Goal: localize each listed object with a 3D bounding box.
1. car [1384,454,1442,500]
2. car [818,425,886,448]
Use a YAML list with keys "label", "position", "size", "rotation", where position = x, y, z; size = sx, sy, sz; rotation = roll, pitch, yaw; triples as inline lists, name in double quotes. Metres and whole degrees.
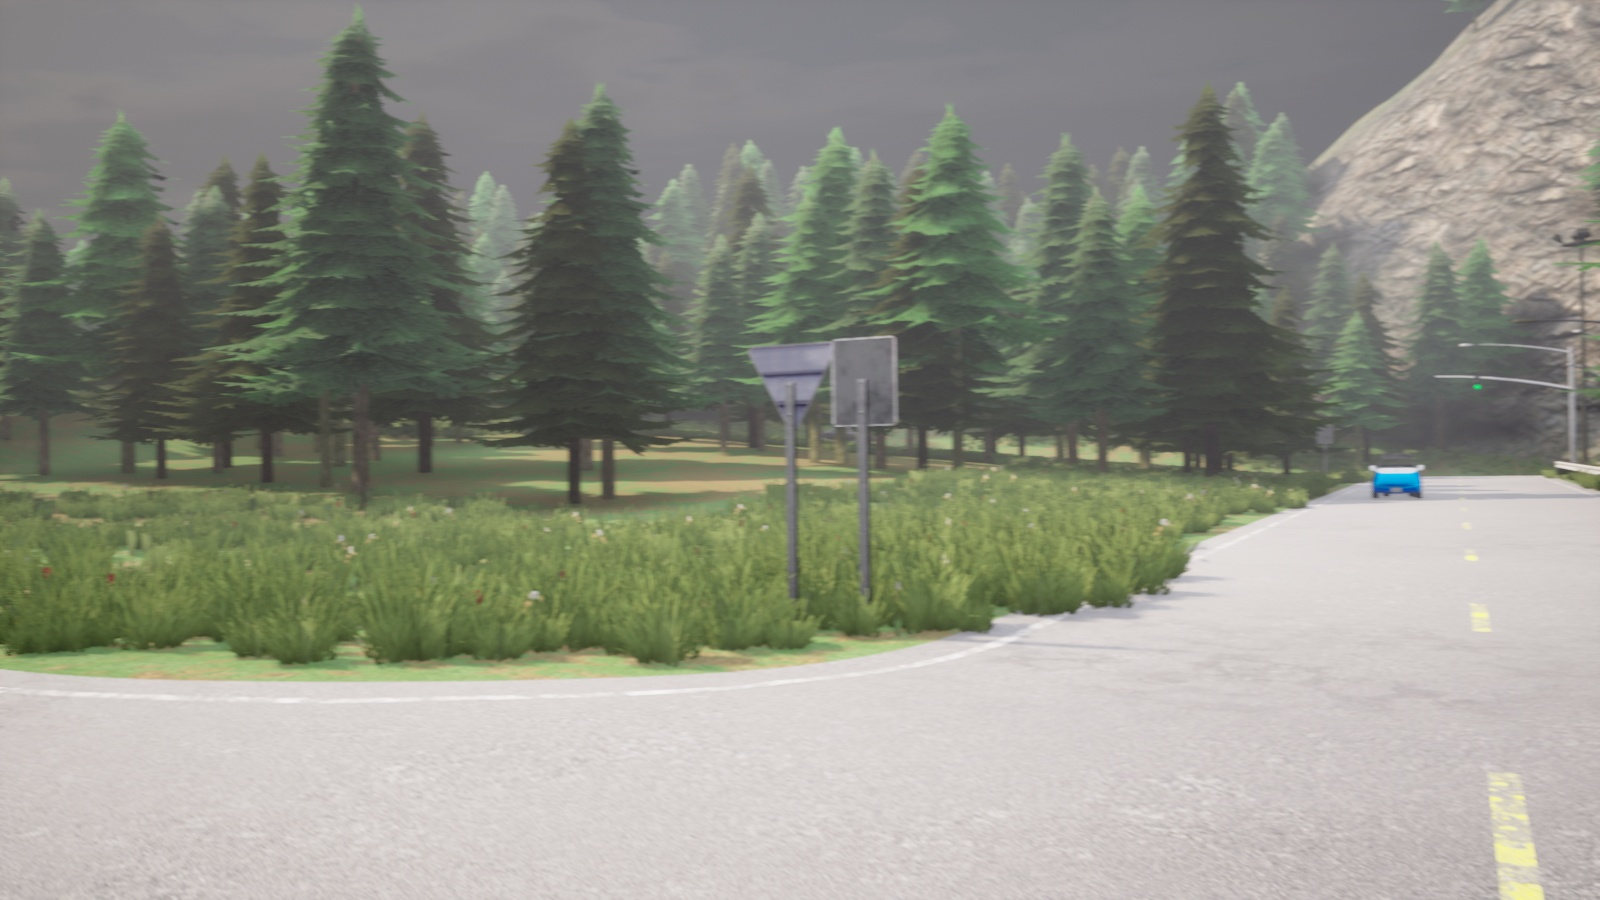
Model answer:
- label: "car"
  position: [18.680, 0.807, 38.257]
  size: [1.481, 1.376, 2.207]
  rotation: [-1, -1, 28]
- label: "car"
  position: [4.041, -1.080, 97.731]
  size: [4.892, 1.490, 1.837]
  rotation: [4, 1, 18]
